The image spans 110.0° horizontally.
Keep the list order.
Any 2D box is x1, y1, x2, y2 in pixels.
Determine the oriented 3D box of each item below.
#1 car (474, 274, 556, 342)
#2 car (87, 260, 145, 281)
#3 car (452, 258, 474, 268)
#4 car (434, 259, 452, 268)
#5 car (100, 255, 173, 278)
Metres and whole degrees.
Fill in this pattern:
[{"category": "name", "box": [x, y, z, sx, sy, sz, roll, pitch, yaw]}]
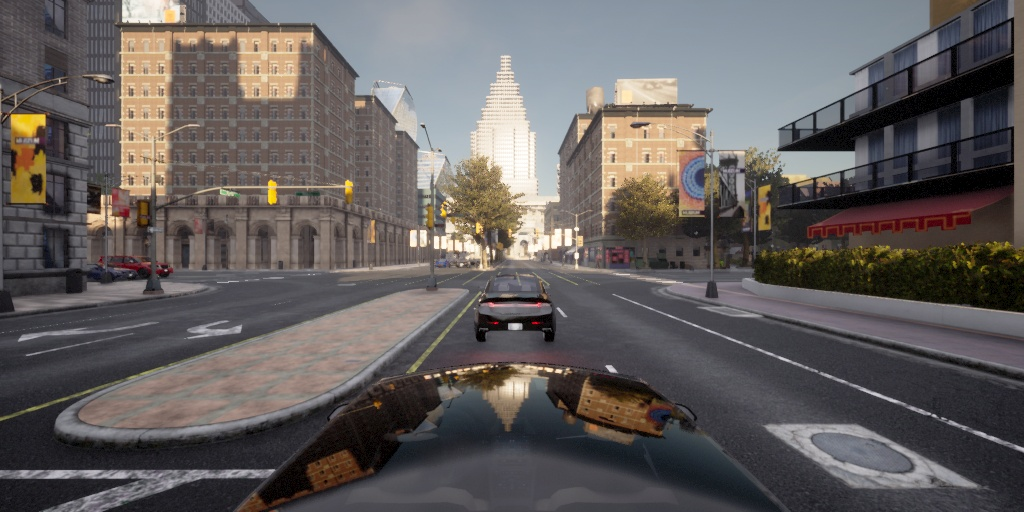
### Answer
[{"category": "car", "box": [0.081, 1.241, 9.806, 2.128, 1.511, 4.902, 0, 0, 0]}, {"category": "car", "box": [-33.435, 1.276, 29.235, 4.674, 1.442, 1.812, 0, 0, 0]}, {"category": "car", "box": [-8.045, 1.241, 59.624, 2.128, 1.511, 4.902, 0, 0, 0]}, {"category": "car", "box": [-11.541, 1.227, 60.040, 1.882, 1.535, 5.008, 0, 0, 0]}, {"category": "car", "box": [-34.434, 0.971, 32.724, 5.566, 2.045, 2.150, 0, 0, -2]}]
